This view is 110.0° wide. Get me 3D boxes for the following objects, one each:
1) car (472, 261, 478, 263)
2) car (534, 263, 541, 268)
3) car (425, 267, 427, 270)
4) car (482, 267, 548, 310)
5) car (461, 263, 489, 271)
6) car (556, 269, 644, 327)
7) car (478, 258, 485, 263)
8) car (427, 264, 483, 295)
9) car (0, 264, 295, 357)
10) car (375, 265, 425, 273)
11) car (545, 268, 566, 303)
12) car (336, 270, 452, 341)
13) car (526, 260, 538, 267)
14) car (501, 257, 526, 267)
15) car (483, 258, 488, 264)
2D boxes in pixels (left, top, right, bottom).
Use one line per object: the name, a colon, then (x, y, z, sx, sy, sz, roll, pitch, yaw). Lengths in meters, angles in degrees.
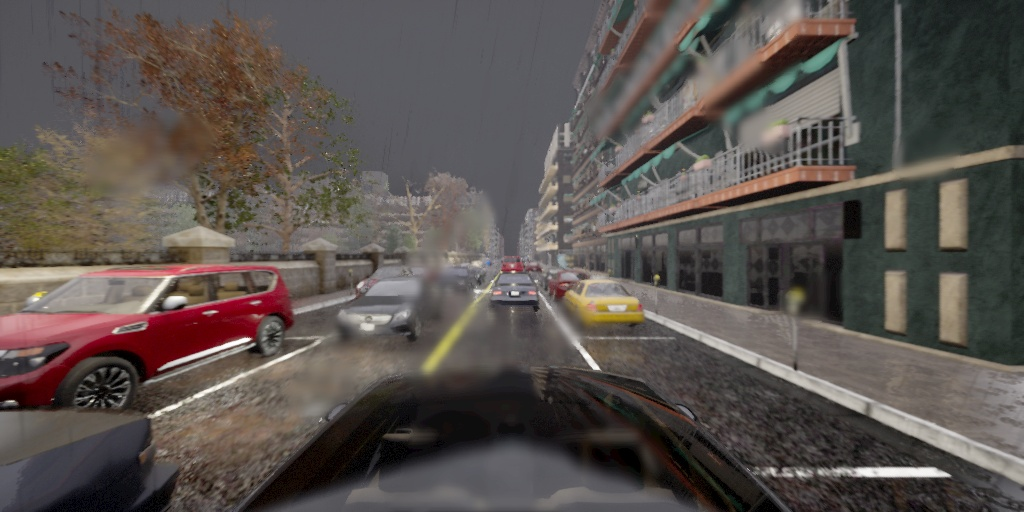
car: (-5.686, 1.460, 44.519, 1.802, 1.307, 4.207, 0, 0, 0)
car: (2.692, 1.360, 22.378, 2.007, 1.370, 4.403, 0, 0, 0)
car: (-5.688, 1.355, 22.378, 1.888, 1.381, 4.507, 0, 0, 0)
car: (0.102, 1.335, 14.773, 2.033, 1.411, 5.357, 0, 0, 0)
car: (-2.998, 1.435, 26.453, 1.895, 1.301, 4.718, 0, 0, 0)
car: (2.691, 1.302, 11.477, 1.751, 1.417, 4.829, 0, 0, 0)
car: (-5.685, 1.440, 55.419, 1.751, 1.417, 4.829, 0, 0, 0)
car: (-3.084, 1.352, 20.504, 2.033, 1.411, 5.357, 0, 0, 0)
car: (-5.690, 1.076, 5.773, 2.192, 1.841, 5.009, 0, 0, 0)
car: (-5.689, 1.233, 16.843, 1.967, 1.591, 4.097, 0, 0, 0)
car: (2.691, 1.338, 16.842, 1.888, 1.381, 4.507, 0, 0, 0)
car: (-3.091, 1.299, 10.108, 1.812, 1.442, 4.674, 0, 0, 1)
car: (2.694, 1.423, 44.518, 1.888, 1.381, 4.507, 0, 0, 0)
car: (0.060, 1.077, 36.744, 2.150, 2.045, 5.566, 0, 0, 1)
car: (-5.685, 1.484, 61.124, 2.007, 1.370, 4.403, 0, 0, 0)
